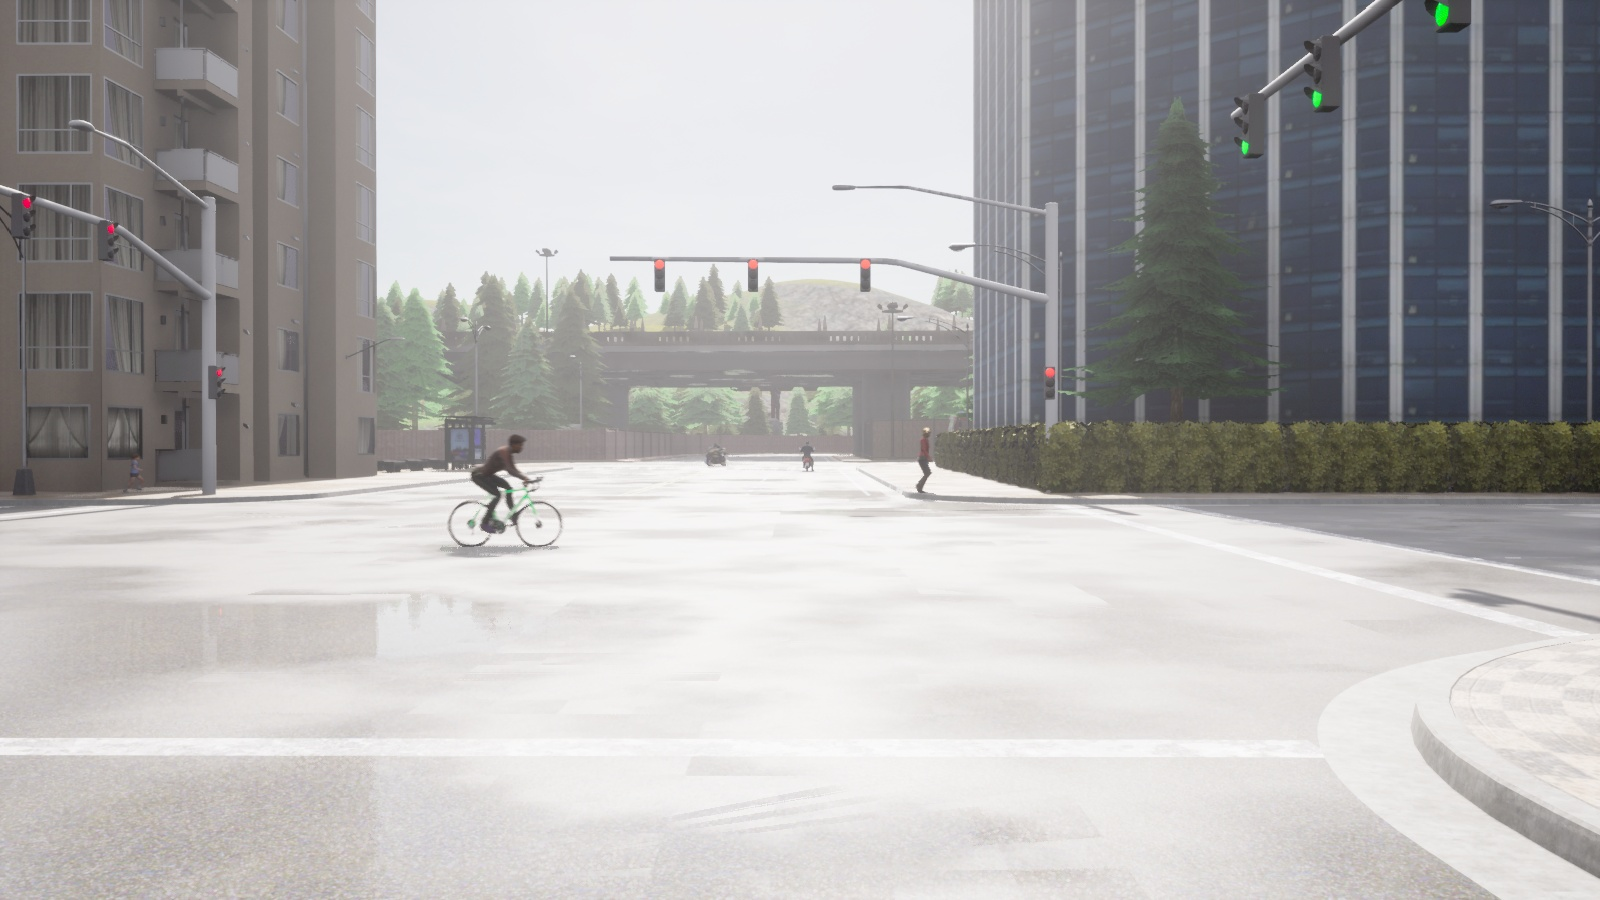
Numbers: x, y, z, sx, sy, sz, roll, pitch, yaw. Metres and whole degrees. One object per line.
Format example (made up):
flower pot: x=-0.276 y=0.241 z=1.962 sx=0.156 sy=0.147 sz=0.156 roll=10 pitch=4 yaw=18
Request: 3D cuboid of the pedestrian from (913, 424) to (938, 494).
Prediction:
pedestrian: x=3.327 y=0.244 z=33.404 sx=0.636 sy=1.846 sz=0.331 roll=0 pitch=0 yaw=10

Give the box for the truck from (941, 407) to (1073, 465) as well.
truck: x=14.019 y=-0.945 z=85.445 sx=8.468 sy=3.827 sz=2.891 roll=0 pitch=0 yaw=0

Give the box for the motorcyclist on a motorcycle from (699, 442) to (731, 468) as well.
motorcyclist on a motorcycle: x=-5.217 y=0.293 z=77.171 sx=0.866 sy=1.530 sz=2.191 roll=1 pitch=1 yaw=28

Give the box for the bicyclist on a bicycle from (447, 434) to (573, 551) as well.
bicyclist on a bicycle: x=-4.126 y=0.595 z=17.912 sx=1.656 sy=1.620 sz=0.582 roll=0 pitch=0 yaw=0

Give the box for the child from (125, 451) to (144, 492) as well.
child: x=-18.217 y=0.576 z=34.369 sx=0.394 sy=1.110 sz=0.255 roll=0 pitch=0 yaw=-11
